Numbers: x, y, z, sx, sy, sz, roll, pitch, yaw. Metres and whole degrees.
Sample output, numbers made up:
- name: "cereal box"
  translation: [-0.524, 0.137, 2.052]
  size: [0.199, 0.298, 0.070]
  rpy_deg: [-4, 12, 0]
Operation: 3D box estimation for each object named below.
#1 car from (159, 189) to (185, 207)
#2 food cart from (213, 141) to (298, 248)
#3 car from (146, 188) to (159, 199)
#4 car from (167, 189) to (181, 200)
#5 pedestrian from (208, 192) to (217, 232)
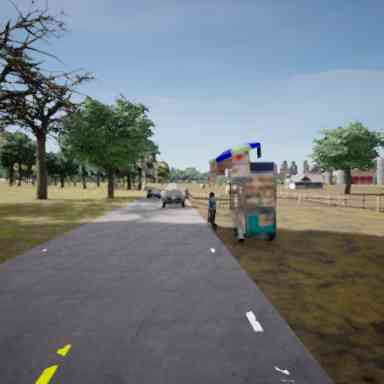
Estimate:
- name: "car"
  translation: [-1.752, 0.477, 31.974]
  size: [2.097, 1.767, 4.553]
  rpy_deg: [0, 1, -3]
- name: "food cart"
  translation: [2.272, 0.059, 13.477]
  size: [2.280, 3.560, 4.660]
  rpy_deg: [-1, 1, -3]
- name: "car"
  translation: [-5.536, 0.225, 48.390]
  size: [1.882, 1.535, 5.008]
  rpy_deg: [0, 1, -3]
- name: "car"
  translation: [-2.565, 0.282, 46.970]
  size: [1.837, 1.490, 4.892]
  rpy_deg: [0, 1, -3]
- name: "pedestrian"
  translation: [0.902, 0.853, 14.745]
  size: [0.375, 1.860, 0.375]
  rpy_deg: [1, 0, -18]
